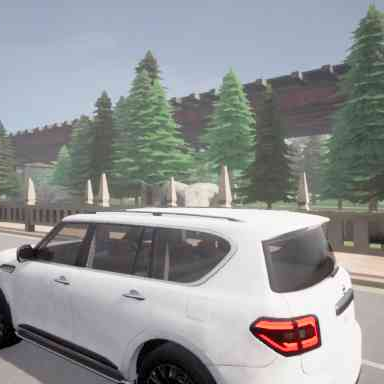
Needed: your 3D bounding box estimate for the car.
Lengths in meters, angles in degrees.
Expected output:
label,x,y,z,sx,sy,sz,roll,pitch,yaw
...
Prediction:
label,x,y,z,sx,sy,sz,roll,pitch,yaw
car,-0.790,1.221,4.574,5.566,2.045,2.150,0,0,36
